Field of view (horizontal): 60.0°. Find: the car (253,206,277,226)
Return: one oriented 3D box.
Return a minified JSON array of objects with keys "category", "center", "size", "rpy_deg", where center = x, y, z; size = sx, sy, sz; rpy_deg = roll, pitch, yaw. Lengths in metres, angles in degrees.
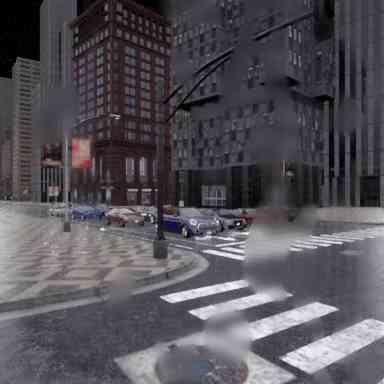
[{"category":"car","center":[3.806,1.910,25.327],"size":[1.895,1.301,4.718],"rpy_deg":[0,-1,-36]}]

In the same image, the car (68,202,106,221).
[{"category":"car","center":[-10.910,2.100,34.342],"size":[1.882,1.535,5.008],"rpy_deg":[0,-1,-36]}]

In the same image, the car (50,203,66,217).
[{"category":"car","center":[-16.680,2.414,42.432],"size":[1.895,1.301,4.718],"rpy_deg":[0,-1,-35]}]

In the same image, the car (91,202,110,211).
[{"category":"car","center":[-16.241,2.569,58.815],"size":[1.812,1.442,4.674],"rpy_deg":[0,-1,-36]}]

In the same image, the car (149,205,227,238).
[{"category":"car","center":[-0.361,1.633,19.612],"size":[2.097,1.767,4.553],"rpy_deg":[0,-1,-35]}]

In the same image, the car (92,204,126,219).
[{"category":"car","center":[-9.534,2.150,38.000],"size":[2.128,1.511,4.902],"rpy_deg":[0,-1,-36]}]

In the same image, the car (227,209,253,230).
[{"category":"car","center":[1.712,1.858,22.331],"size":[1.994,1.385,4.181],"rpy_deg":[0,-1,-36]}]

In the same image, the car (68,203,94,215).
[{"category":"car","center":[-15.573,2.349,46.492],"size":[2.128,1.511,4.902],"rpy_deg":[0,-1,-35]}]

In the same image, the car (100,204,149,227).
[{"category":"car","center":[-5.514,1.973,26.825],"size":[1.812,1.442,4.674],"rpy_deg":[0,-1,-36]}]

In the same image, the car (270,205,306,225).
[{"category":"car","center":[6.724,1.772,26.839],"size":[1.882,1.535,5.008],"rpy_deg":[0,-1,-36]}]
